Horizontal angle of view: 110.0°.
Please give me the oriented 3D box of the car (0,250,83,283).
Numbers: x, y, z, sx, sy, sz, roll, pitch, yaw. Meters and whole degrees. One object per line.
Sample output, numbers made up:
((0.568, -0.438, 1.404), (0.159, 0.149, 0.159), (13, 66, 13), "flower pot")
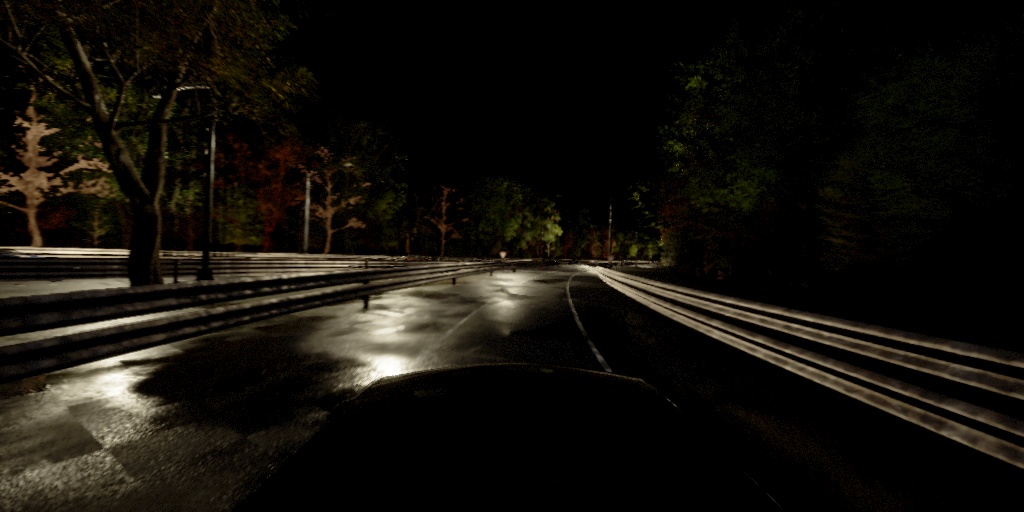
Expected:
((-23.003, 0.465, 16.059), (2.128, 1.511, 4.902), (2, 0, 31), "car")

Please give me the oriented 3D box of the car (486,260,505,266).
((-2.949, 1.253, 56.602), (1.895, 1.301, 4.718), (2, 0, 31), "car")

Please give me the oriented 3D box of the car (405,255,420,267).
((-12.125, 0.666, 48.006), (2.097, 1.767, 4.553), (2, 0, 31), "car")

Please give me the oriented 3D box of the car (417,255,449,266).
((-8.141, 1.003, 41.032), (1.837, 1.490, 4.892), (2, 0, 31), "car")
